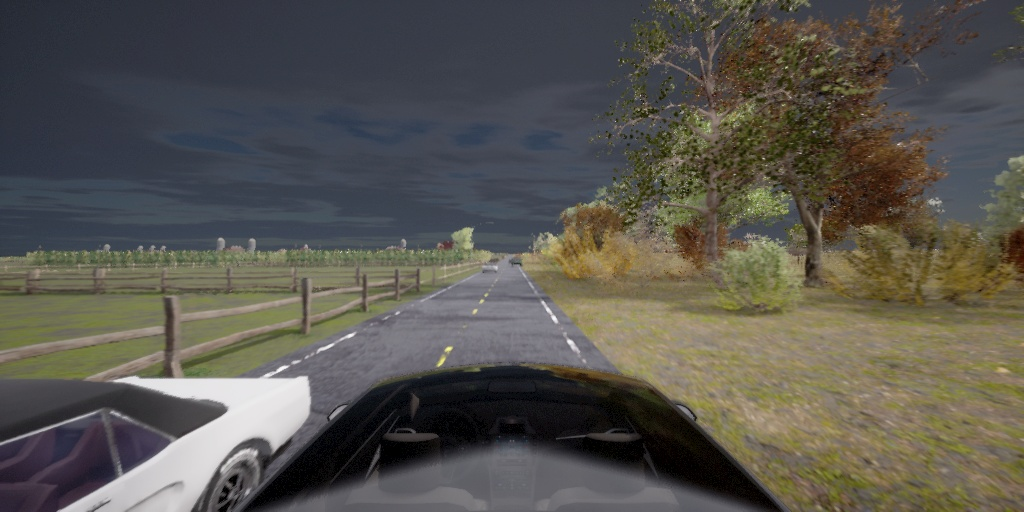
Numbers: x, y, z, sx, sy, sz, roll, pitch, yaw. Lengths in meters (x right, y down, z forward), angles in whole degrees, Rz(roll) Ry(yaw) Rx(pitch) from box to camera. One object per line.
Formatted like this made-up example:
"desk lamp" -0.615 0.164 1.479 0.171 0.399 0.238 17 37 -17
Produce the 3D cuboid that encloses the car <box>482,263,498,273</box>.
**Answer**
"car" -2.815 1.513 45.964 1.895 1.301 4.718 0 0 0

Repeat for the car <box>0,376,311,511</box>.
"car" -2.849 1.348 1.177 1.895 1.301 4.718 0 0 0
